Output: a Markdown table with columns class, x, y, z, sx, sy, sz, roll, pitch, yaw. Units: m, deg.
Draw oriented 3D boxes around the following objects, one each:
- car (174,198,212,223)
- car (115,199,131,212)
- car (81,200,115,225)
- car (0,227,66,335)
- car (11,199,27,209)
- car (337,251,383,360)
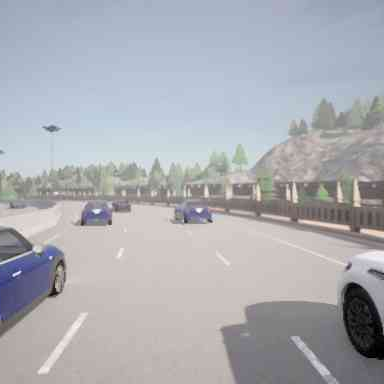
| class | x | y | z | sx | sy | sz | roll | pitch | yaw |
| --- | --- | --- | --- | --- | --- | --- | --- | --- | --- |
| car | -0.008 | 1.353 | 25.484 | 2.097 | 1.767 | 4.553 | 0 | 0 | -14 |
| car | -8.482 | 1.545 | 39.424 | 2.128 | 1.511 | 4.902 | 0 | 0 | -23 |
| car | -7.032 | 1.397 | 24.717 | 2.097 | 1.767 | 4.553 | 0 | 0 | -15 |
| car | -3.812 | 1.370 | 5.763 | 2.097 | 1.767 | 4.553 | 0 | 0 | -4 |
| car | -25.461 | 1.745 | 48.784 | 2.033 | 1.411 | 5.357 | -1 | 0 | -32 |
| car | 3.397 | 1.208 | 2.825 | 2.150 | 2.045 | 5.566 | 0 | 0 | -2 |
